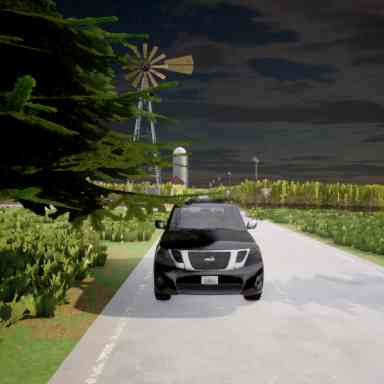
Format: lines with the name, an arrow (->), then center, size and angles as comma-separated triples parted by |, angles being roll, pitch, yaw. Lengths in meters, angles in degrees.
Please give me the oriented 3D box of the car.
car -> 0.334, 1.221, 8.702 | 2.150, 2.045, 5.566 | 0, 0, 0
